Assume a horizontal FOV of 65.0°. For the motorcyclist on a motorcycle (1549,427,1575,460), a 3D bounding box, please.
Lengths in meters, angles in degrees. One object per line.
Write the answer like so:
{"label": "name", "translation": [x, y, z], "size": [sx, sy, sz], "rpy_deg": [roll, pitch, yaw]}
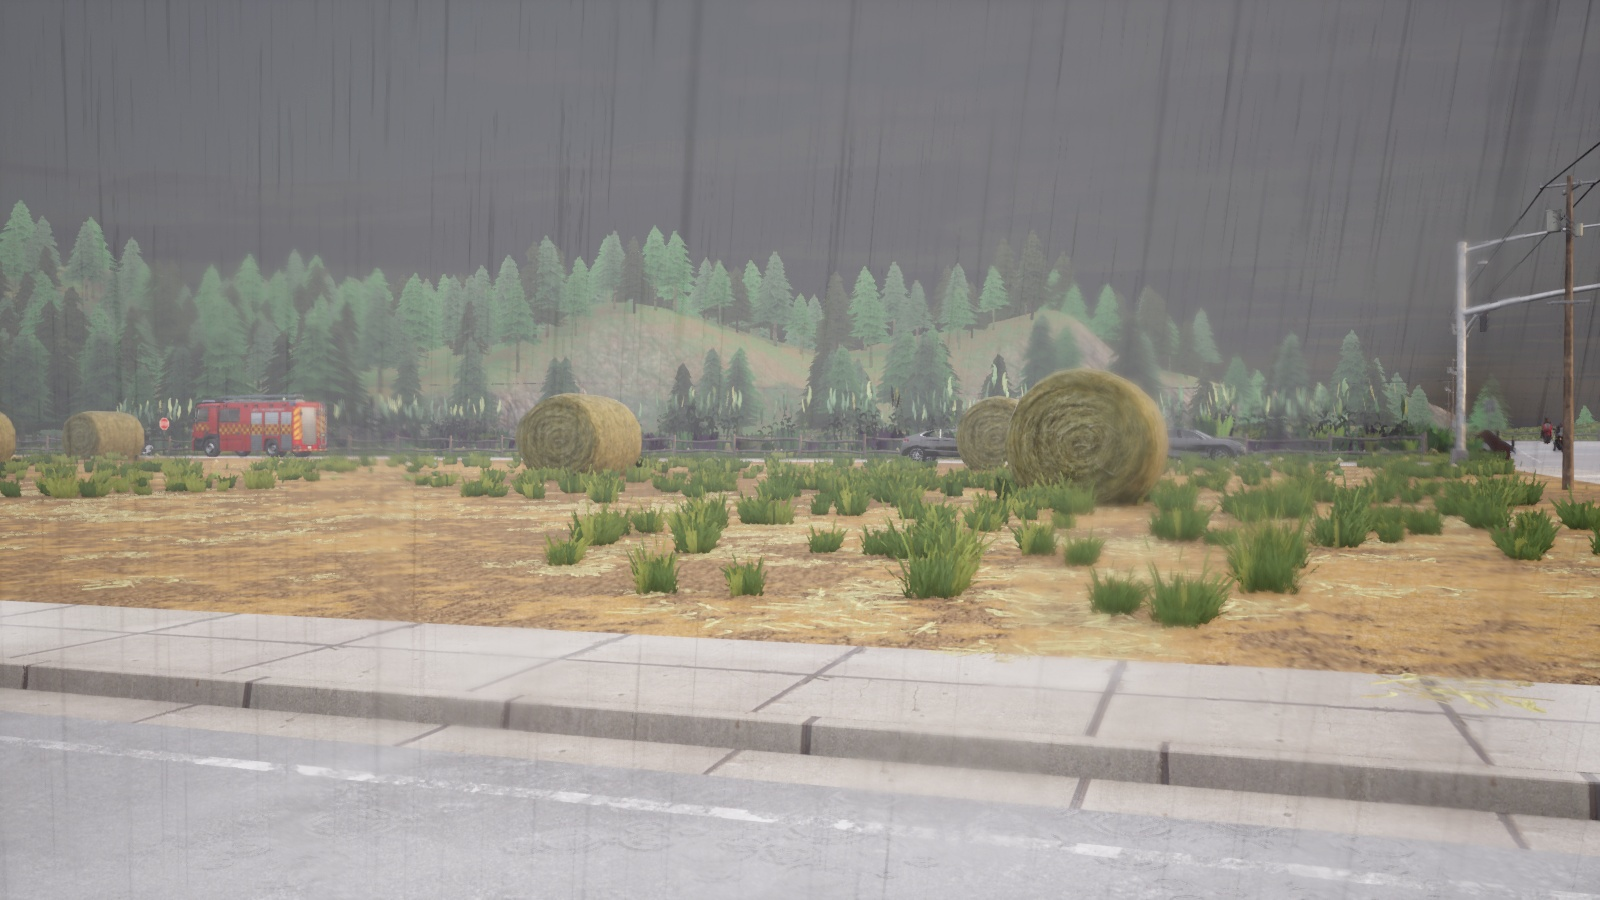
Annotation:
{"label": "motorcyclist on a motorcycle", "translation": [38.603, -0.357, 63.653], "size": [0.866, 1.530, 2.191], "rpy_deg": [1, 4, 25]}

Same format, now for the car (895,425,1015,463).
{"label": "car", "translation": [7.087, -0.295, 57.402], "size": [5.027, 1.651, 2.152], "rpy_deg": [1, 1, 22]}

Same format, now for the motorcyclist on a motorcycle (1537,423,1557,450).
{"label": "motorcyclist on a motorcycle", "translation": [41.769, -0.768, 70.216], "size": [0.797, 1.523, 2.044], "rpy_deg": [1, 2, 26]}

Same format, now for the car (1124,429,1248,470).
{"label": "car", "translation": [16.468, -0.047, 53.532], "size": [4.856, 1.649, 2.033], "rpy_deg": [1, 1, 22]}

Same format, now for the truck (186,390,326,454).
{"label": "truck", "translation": [-33.822, -1.723, 78.048], "size": [8.468, 3.827, 2.891], "rpy_deg": [1, 1, 22]}
